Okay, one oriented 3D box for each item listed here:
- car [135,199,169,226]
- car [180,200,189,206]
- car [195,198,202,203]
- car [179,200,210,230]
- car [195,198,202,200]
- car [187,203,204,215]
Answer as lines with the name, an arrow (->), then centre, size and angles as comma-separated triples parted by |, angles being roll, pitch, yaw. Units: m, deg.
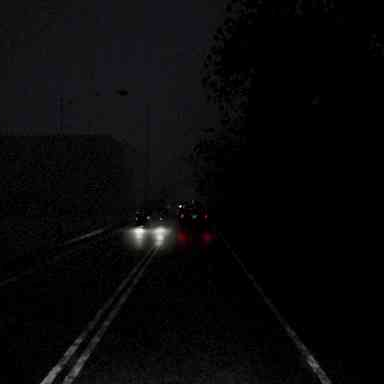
car -> -3.170, 1.616, 27.357 | 2.150, 2.045, 5.566 | 0, -1, 1
car -> -1.880, 2.559, 79.752 | 1.895, 1.301, 4.718 | 0, -1, 2
car -> 1.858, 2.459, 95.283 | 1.812, 1.442, 4.674 | 0, 0, 2
car -> 0.174, 1.693, 23.854 | 2.097, 1.767, 4.553 | 0, -1, 0
car -> 1.524, 2.590, 84.476 | 1.895, 1.301, 4.718 | 0, 0, 2
car -> 0.429, 2.138, 42.590 | 2.033, 1.411, 5.357 | 0, -1, 1
